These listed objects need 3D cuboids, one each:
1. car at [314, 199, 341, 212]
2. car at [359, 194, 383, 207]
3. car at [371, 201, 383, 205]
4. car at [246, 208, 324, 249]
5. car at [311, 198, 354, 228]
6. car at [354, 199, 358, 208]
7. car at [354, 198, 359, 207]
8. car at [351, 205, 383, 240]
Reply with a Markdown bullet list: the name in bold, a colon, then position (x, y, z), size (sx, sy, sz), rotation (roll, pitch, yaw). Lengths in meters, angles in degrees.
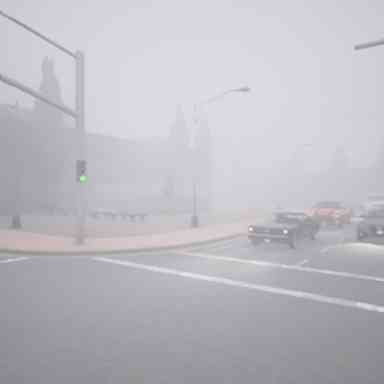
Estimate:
- **car**: position (16.428, 1.601, 40.489), size (1.895, 1.301, 4.718), rotation (0, 0, 7)
- **car**: position (17.908, 1.222, 31.797), size (2.150, 2.045, 5.566), rotation (0, 0, 17)
- **car**: position (13.813, 1.564, 23.090), size (1.994, 1.385, 4.181), rotation (0, 0, 31)
- **car**: position (4.214, 1.601, 14.906), size (1.895, 1.301, 4.718), rotation (0, 0, 35)
- **car**: position (9.204, 1.352, 22.283), size (2.097, 1.767, 4.553), rotation (0, 0, 33)
- **car**: position (13.878, 1.564, 30.938), size (1.994, 1.385, 4.181), rotation (0, 0, 21)
- **car**: position (20.062, 1.505, 41.777), size (1.837, 1.490, 4.892), rotation (0, 0, 6)
- **car**: position (9.237, 1.564, 16.046), size (1.994, 1.385, 4.181), rotation (0, 0, 34)
